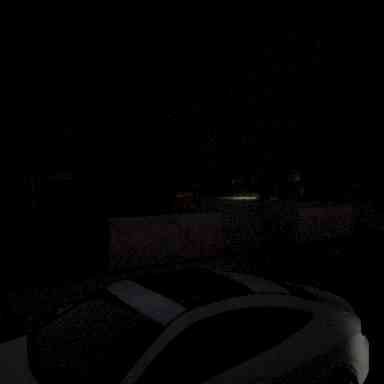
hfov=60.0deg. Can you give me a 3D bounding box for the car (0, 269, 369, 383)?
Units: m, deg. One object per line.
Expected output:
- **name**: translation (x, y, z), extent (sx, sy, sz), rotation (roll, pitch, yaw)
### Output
- **car**: translation (-0.274, 1.523, 2.869), extent (4.674, 1.442, 1.812), rotation (0, 0, -35)
